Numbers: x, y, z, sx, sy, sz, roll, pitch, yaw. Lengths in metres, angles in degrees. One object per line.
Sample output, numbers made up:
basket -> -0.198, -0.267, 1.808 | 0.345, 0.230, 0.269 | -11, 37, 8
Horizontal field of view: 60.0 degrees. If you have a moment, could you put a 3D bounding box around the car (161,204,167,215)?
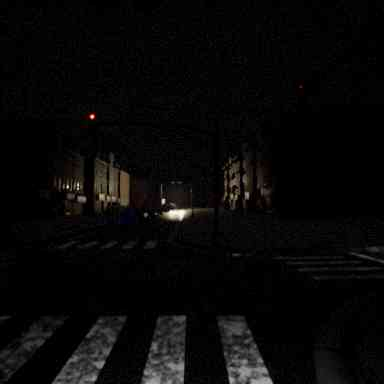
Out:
car -> -5.591, 3.008, 54.039 | 1.802, 1.307, 4.206 | 2, -2, 0

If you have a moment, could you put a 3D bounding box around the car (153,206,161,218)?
car -> -5.540, 2.645, 43.464 | 1.887, 1.381, 4.507 | 2, -2, 0

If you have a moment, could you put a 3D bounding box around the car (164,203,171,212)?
car -> -5.640, 3.312, 64.615 | 1.887, 1.381, 4.507 | 1, -2, 0

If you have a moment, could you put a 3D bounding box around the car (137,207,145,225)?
car -> -5.467, 2.197, 27.905 | 2.008, 1.369, 4.403 | 2, -2, 0

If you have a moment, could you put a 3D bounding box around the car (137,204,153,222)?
car -> -5.483, 2.104, 32.895 | 2.192, 1.841, 5.009 | 2, -2, 0

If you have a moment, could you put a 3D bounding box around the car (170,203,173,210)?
car -> -5.663, 3.383, 69.906 | 1.967, 1.590, 4.097 | 1, -2, 0

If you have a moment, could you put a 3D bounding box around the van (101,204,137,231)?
van -> -5.445, 1.893, 24.592 | 1.690, 1.788, 3.998 | 2, -2, 0

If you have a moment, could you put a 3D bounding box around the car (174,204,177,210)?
car -> -5.740, 4.042, 85.764 | 2.008, 1.369, 4.403 | 1, -2, 0
